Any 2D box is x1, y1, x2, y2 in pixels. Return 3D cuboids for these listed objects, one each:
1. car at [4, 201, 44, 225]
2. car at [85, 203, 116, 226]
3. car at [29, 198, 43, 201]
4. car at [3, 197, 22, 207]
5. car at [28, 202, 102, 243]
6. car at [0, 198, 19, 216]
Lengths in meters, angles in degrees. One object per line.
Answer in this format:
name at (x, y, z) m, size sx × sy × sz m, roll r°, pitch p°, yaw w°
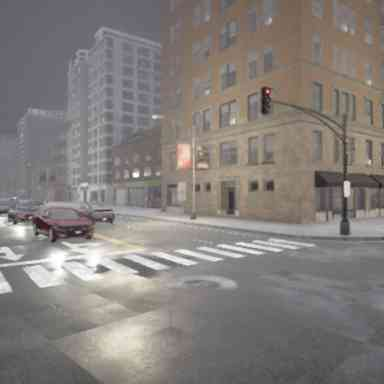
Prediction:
car at (-12.302, 1.593, 24.655) m, size 1.994 × 1.385 × 4.181 m, roll 0°, pitch 0°, yaw -36°
car at (-6.956, 1.527, 23.130) m, size 2.128 × 1.511 × 4.902 m, roll 0°, pitch 0°, yaw -36°
car at (-25.573, 1.694, 54.480) m, size 2.033 × 1.411 × 5.357 m, roll 0°, pitch 0°, yaw -36°
car at (-29.210, 1.633, 53.969) m, size 2.128 × 1.511 × 4.902 m, roll 0°, pitch 0°, yaw -36°
car at (-6.514, 1.498, 16.639) m, size 1.882 × 1.535 × 5.008 m, roll 0°, pitch 0°, yaw -37°
car at (-18.544, 1.598, 33.306) m, size 2.033 × 1.411 × 5.357 m, roll 0°, pitch 0°, yaw -36°
